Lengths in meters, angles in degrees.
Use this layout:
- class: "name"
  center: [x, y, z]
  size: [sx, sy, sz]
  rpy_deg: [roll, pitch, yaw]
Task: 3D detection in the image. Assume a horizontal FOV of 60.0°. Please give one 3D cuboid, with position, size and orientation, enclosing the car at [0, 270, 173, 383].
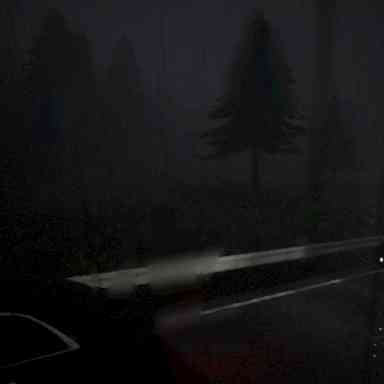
- class: "car"
  center: [-2.493, 1.472, 2.342]
  size: [4.892, 1.490, 1.837]
  rpy_deg: [0, 0, -33]

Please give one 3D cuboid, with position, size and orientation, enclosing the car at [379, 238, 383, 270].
- class: "car"
  center: [7.135, 1.186, 8.507]
  size: [5.566, 2.045, 2.150]
  rpy_deg: [0, 0, -33]
